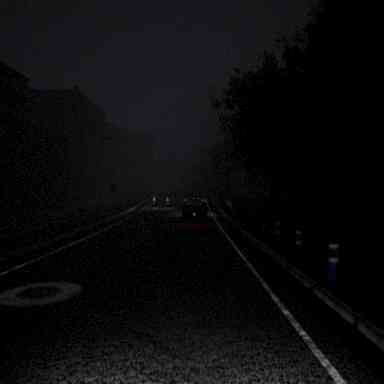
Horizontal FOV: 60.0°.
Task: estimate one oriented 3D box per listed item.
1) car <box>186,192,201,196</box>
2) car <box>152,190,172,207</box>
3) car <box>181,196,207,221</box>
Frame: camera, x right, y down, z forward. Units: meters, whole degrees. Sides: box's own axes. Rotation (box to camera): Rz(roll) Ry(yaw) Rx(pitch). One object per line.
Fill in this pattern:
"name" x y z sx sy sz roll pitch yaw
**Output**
"car" 0.209 0.701 43.163 2.033 1.411 5.357 0 3 0
"car" -3.494 0.716 39.362 2.097 1.767 4.553 0 3 0
"car" 0.164 1.352 25.934 1.882 1.535 5.008 0 1 0
